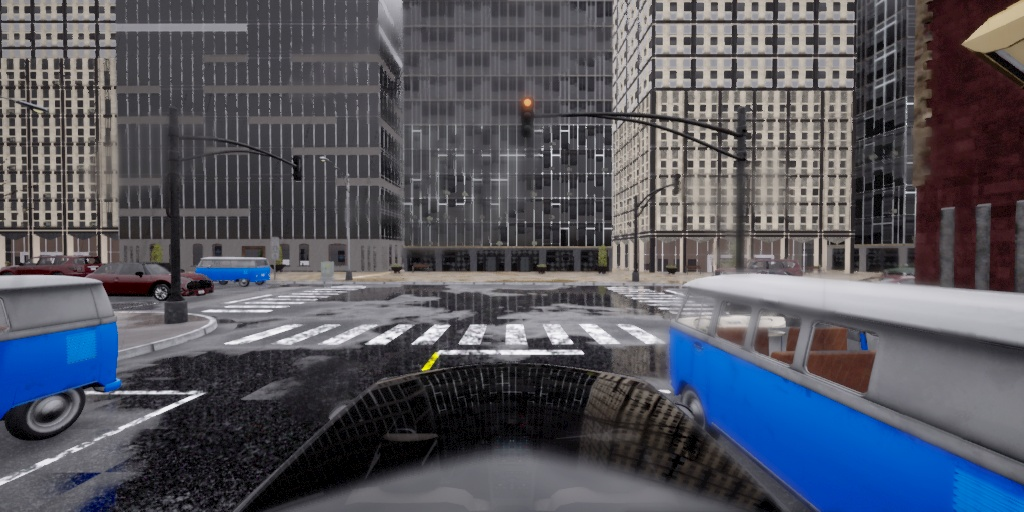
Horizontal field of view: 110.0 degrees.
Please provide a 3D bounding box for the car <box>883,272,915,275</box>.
[{"bbox_3d":[15.123,1.437,13.777,4.507,1.381,1.888,0,0,0],"label":"car"}]

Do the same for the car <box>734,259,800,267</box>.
[{"bbox_3d":[15.132,1.089,22.156,5.009,1.841,2.192,0,0,0],"label":"car"}]

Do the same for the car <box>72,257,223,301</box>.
[{"bbox_3d":[-16.435,1.047,16.382,4.553,1.767,2.097,0,1,0],"label":"car"}]

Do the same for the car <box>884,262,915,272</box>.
[{"bbox_3d":[23.543,1.077,19.541,5.566,2.045,2.150,0,1,0],"label":"car"}]

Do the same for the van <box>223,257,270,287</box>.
[{"bbox_3d":[-17.258,0.951,22.186,3.998,1.789,1.690,0,0,0],"label":"van"}]

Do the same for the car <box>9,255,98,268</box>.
[{"bbox_3d":[-28.303,0.874,22.196,5.009,1.841,2.192,0,0,0],"label":"car"}]

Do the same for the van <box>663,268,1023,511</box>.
[{"bbox_3d":[2.686,1.090,2.754,1.690,1.789,3.998,0,0,0],"label":"van"}]

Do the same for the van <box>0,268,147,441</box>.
[{"bbox_3d":[-5.695,1.090,2.741,1.690,1.789,3.998,0,0,0],"label":"van"}]

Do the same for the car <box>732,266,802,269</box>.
[{"bbox_3d":[13.626,1.404,19.552,4.718,1.301,1.895,0,1,0],"label":"car"}]
